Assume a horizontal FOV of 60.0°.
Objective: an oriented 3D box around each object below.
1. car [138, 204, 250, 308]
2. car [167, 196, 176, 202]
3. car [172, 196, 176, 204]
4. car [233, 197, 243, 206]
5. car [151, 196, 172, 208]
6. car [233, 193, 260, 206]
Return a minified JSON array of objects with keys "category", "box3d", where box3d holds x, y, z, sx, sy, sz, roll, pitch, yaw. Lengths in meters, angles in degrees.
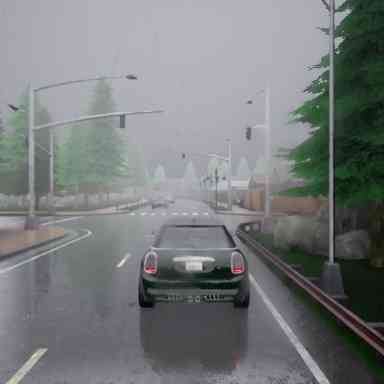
[{"category":"car","box3d":[0.056,1.351,8.090,2.097,1.767,4.553,0,0,1]},{"category":"car","box3d":[-4.568,1.506,74.109,1.994,1.385,4.181,0,0,-4]},{"category":"car","box3d":[-4.184,1.487,58.887,1.812,1.442,4.674,0,0,0]},{"category":"car","box3d":[8.809,1.137,48.823,4.605,1.855,1.932,0,0,-1]},{"category":"car","box3d":[-4.074,1.528,43.060,1.994,1.385,4.181,0,0,0]},{"category":"car","box3d":[8.393,1.138,51.333,3.866,1.878,1.905,0,0,-1]}]
